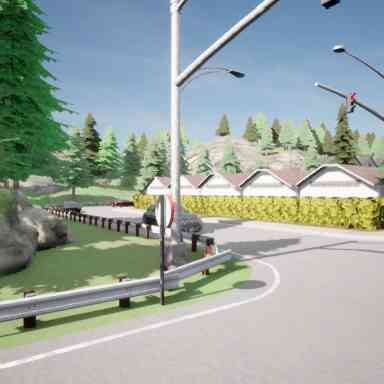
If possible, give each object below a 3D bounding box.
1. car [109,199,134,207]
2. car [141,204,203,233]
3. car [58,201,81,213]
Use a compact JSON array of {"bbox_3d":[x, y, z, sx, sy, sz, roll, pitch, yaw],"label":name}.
[{"bbox_3d":[-11.010,1.777,53.305,1.895,1.301,4.718,0,0,33],"label":"car"},{"bbox_3d":[-1.304,1.545,20.485,2.097,1.767,4.553,0,0,-35],"label":"car"},{"bbox_3d":[-14.621,1.736,39.535,2.033,1.411,5.357,0,0,-31],"label":"car"}]
